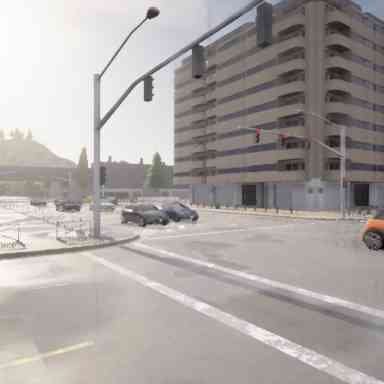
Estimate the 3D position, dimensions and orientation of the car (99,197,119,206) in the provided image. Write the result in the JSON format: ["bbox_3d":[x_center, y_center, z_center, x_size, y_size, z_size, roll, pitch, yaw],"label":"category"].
[{"bbox_3d":[-14.309,1.581,57.155,1.812,1.442,4.674,0,0,-35],"label":"car"}]

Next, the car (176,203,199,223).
[{"bbox_3d":[-1.357,1.581,26.432,1.812,1.442,4.674,0,0,-35],"label":"car"}]

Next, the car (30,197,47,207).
[{"bbox_3d":[-24.737,1.570,53.540,1.882,1.535,5.008,0,0,-35],"label":"car"}]

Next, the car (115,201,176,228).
[{"bbox_3d":[-3.390,1.560,23.246,1.837,1.490,4.892,0,0,-35],"label":"car"}]

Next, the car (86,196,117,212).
[{"bbox_3d":[-10.757,1.581,39.718,1.812,1.442,4.674,0,0,-35],"label":"car"}]

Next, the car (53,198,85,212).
[{"bbox_3d":[-14.529,1.656,38.969,1.895,1.301,4.718,0,0,-35],"label":"car"}]

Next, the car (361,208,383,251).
[{"bbox_3d":[8.797,1.376,12.104,2.097,1.767,4.553,0,0,-35],"label":"car"}]
